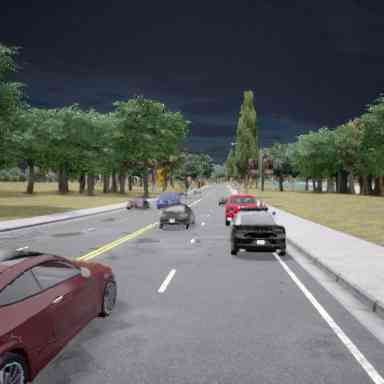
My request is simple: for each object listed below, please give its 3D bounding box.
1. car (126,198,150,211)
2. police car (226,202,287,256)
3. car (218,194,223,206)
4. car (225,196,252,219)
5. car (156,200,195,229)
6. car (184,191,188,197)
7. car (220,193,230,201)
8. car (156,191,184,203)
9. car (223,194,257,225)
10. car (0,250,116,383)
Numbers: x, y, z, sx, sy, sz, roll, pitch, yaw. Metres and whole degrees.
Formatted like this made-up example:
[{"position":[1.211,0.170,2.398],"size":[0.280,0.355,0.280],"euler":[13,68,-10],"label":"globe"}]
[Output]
[{"position":[-6.066,1.386,37.913],"size":[1.994,1.385,4.181],"euler":[0,1,5],"label":"car"},{"position":[2.460,1.411,13.275],"size":[1.930,1.638,5.238],"euler":[0,0,5],"label":"police car"},{"position":[4.745,1.240,47.468],"size":[1.895,1.301,4.718],"euler":[0,1,6],"label":"car"},{"position":[3.963,1.268,29.058],"size":[2.097,1.767,4.553],"euler":[0,1,5],"label":"car"},{"position":[-0.899,1.495,21.479],"size":[1.812,1.442,4.674],"euler":[0,0,6],"label":"car"},{"position":[-2.060,0.472,78.879],"size":[1.994,1.385,4.181],"euler":[0,1,5],"label":"car"},{"position":[6.216,0.959,62.946],"size":[1.895,1.301,4.718],"euler":[0,1,5],"label":"car"},{"position":[-2.692,1.020,39.074],"size":[2.150,2.045,5.566],"euler":[0,1,5],"label":"car"},{"position":[3.401,1.184,23.147],"size":[2.150,2.045,5.566],"euler":[0,0,5],"label":"car"},{"position":[-2.520,1.524,4.513],"size":[1.812,1.442,4.674],"euler":[0,0,5],"label":"car"}]
